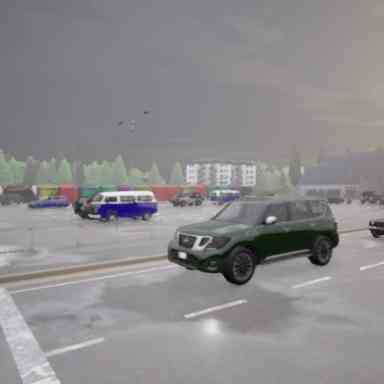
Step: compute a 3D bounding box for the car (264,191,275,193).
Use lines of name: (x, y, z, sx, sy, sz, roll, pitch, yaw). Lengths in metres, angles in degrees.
car: (14.230, 0.766, 63.184, 3.866, 1.878, 1.905, -1, 0, -35)

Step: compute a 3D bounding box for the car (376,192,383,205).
car: (27.212, 0.766, 44.785, 4.605, 1.855, 1.932, -1, 0, -35)

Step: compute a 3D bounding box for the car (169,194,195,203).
car: (-1.683, 1.116, 55.460, 3.905, 1.438, 1.784, -1, 0, -35)

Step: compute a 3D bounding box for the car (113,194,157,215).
car: (-5.899, 1.273, 35.305, 3.806, 1.475, 1.970, -1, 0, -35)

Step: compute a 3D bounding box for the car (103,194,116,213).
car: (-7.570, 1.241, 37.670, 3.905, 1.438, 1.784, -1, 0, -35)

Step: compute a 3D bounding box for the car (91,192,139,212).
car: (-9.161, 1.030, 39.831, 4.605, 1.855, 1.932, -1, 0, -35)

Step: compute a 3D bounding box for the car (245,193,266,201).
car: (12.570, 1.005, 65.556, 3.806, 1.475, 1.970, -1, 0, -35)

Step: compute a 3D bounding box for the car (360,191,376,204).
car: (25.586, 0.768, 47.180, 3.866, 1.878, 1.905, -1, 0, -35)

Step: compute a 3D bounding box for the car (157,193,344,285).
car: (2.025, 1.170, 9.719, 5.566, 2.045, 2.150, -1, 0, -35)

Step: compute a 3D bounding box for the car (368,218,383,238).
car: (10.262, 1.466, 15.578, 4.718, 1.301, 1.895, -1, 0, -35)

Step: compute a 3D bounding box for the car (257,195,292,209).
car: (9.762, 1.150, 39.310, 3.806, 1.475, 1.970, -1, 0, -35)

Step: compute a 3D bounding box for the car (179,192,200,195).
car: (-0.065, 0.907, 53.056, 4.605, 1.855, 1.932, -1, 0, -35)
